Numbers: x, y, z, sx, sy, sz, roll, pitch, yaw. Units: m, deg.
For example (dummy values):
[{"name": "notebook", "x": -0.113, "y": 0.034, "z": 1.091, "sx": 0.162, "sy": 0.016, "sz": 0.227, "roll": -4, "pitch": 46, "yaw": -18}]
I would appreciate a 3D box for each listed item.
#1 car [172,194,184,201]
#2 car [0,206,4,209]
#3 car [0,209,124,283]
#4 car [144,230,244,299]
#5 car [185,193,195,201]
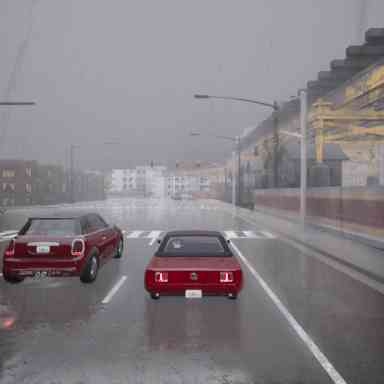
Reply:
[{"name": "car", "x": -3.695, "y": 1.593, "z": 86.133, "sx": 1.895, "sy": 1.301, "sz": 4.718, "roll": 0, "pitch": 0, "yaw": -3}, {"name": "car", "x": -19.323, "y": 1.506, "z": 29.439, "sx": 4.892, "sy": 1.490, "sz": 1.837, "roll": 0, "pitch": 1, "yaw": -8}, {"name": "car", "x": -3.449, "y": 1.352, "z": 9.857, "sx": 2.097, "sy": 1.767, "sz": 4.553, "roll": 0, "pitch": 0, "yaw": 0}, {"name": "car", "x": 0.047, "y": 1.601, "z": 8.387, "sx": 1.895, "sy": 1.301, "sz": 4.718, "roll": 0, "pitch": 0, "yaw": 0}, {"name": "car", "x": -0.210, "y": 1.591, "z": 87.262, "sx": 1.895, "sy": 1.301, "sz": 4.718, "roll": 0, "pitch": 0, "yaw": -3}]
